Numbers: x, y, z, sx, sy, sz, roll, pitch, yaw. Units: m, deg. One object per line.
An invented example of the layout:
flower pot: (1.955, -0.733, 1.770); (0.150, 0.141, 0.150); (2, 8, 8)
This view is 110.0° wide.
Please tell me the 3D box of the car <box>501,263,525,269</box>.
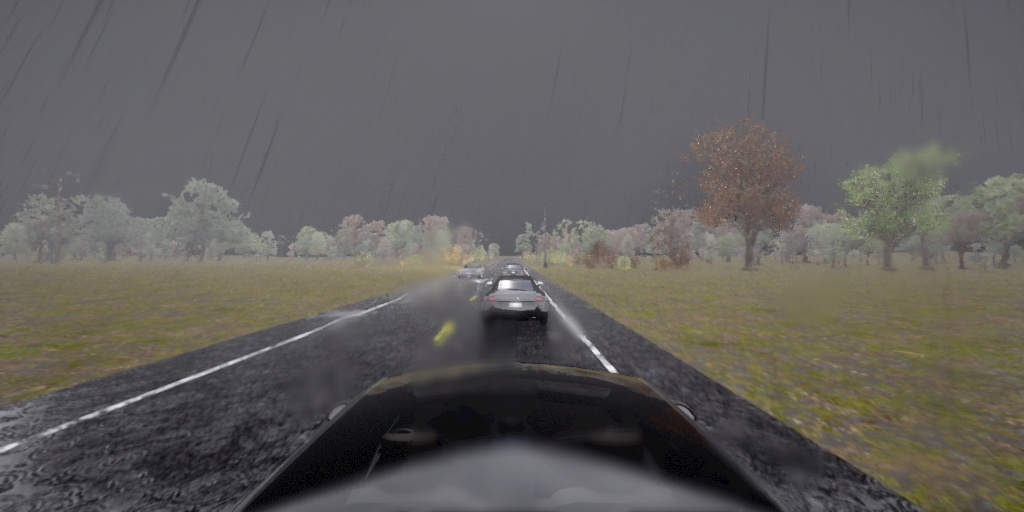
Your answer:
car: (0.101, 1.300, 29.566); (2.033, 1.411, 5.357); (0, 0, 0)

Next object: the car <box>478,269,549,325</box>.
car: (0.100, 1.315, 11.853); (1.994, 1.385, 4.181); (0, 0, 0)

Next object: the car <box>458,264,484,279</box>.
car: (-3.580, 1.354, 32.000); (1.895, 1.301, 4.718); (0, 0, 0)
